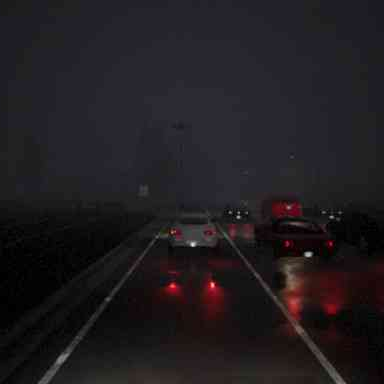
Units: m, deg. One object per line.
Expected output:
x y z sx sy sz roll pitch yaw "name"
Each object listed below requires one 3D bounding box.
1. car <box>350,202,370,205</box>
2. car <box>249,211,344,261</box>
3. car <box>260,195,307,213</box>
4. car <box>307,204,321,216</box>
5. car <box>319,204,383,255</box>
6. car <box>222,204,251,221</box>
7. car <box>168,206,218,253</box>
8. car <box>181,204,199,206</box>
14.049 1.563 28.142 1.994 1.385 4.181 0 0 1 "car"
3.542 1.600 12.289 1.895 1.301 4.718 0 0 0 "car"
7.034 1.222 26.759 2.150 2.045 5.566 0 0 0 "car"
10.540 1.599 27.287 1.895 1.301 4.718 0 0 1 "car"
7.050 1.477 13.259 1.882 1.535 5.008 0 0 0 "car"
3.539 1.600 27.288 1.895 1.301 4.718 0 0 1 "car"
0.053 1.525 13.574 1.812 1.442 4.674 0 0 0 "car"
-0.197 1.600 27.270 1.895 1.301 4.718 0 0 -4 "car"
